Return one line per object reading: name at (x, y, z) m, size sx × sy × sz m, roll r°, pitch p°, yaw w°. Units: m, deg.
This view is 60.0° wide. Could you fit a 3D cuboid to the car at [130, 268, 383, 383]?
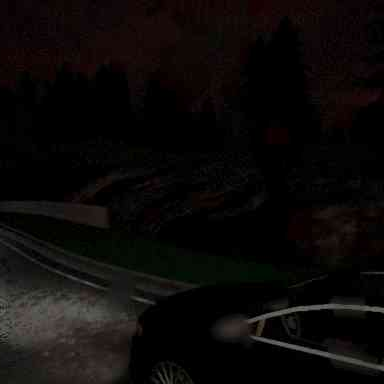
car at (1.550, 1.490, 2.942) m, size 4.902 × 1.511 × 2.128 m, roll 0°, pitch 0°, yaw 36°
